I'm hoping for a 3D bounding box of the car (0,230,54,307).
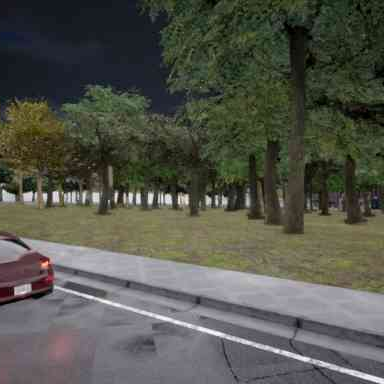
[{"bbox_3d":[-4.806,1.524,7.102,4.674,1.442,1.812,0,0,35],"label":"car"}]
